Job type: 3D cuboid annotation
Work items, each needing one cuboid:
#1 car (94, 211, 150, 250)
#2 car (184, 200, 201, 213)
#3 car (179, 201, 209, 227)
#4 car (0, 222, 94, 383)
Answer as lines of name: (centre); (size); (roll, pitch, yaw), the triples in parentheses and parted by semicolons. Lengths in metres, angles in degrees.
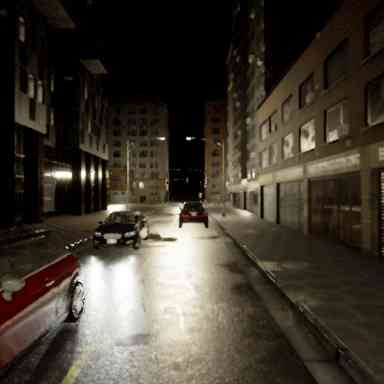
car: (-3.053, 1.633, 15.119); (2.128, 1.511, 4.902); (0, -1, 0)
car: (0.104, 1.918, 45.042); (2.128, 1.511, 4.902); (0, -1, 0)
car: (0.106, 1.582, 24.874); (2.097, 1.767, 4.553); (0, -1, 0)
car: (-3.069, 1.393, 4.332); (2.097, 1.767, 4.553); (0, 0, 0)
